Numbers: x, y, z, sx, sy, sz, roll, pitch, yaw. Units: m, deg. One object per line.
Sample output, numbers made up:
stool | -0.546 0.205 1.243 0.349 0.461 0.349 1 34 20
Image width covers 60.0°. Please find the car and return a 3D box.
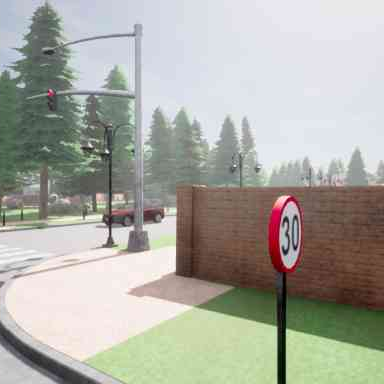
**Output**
car | -3.973 1.464 23.129 1.882 1.535 5.008 0 0 35
